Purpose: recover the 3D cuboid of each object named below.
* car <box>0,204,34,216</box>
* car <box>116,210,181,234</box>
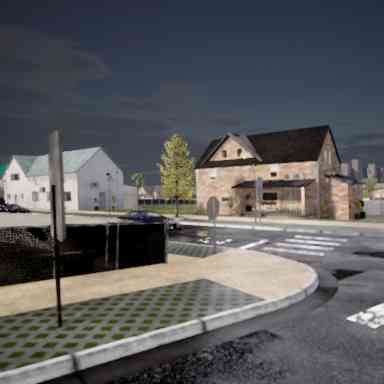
[{"bbox_3d":[-15.790,1.836,29.217,4.902,1.511,2.128,-1,2,38],"label":"car"},{"bbox_3d":[-2.662,1.763,19.141,4.181,1.385,1.994,-1,2,38],"label":"car"}]
